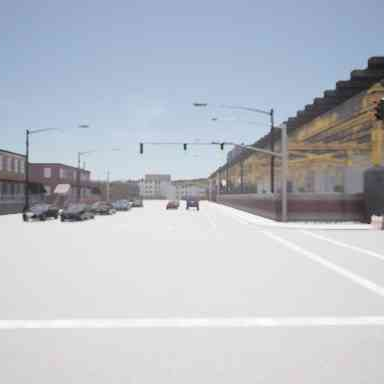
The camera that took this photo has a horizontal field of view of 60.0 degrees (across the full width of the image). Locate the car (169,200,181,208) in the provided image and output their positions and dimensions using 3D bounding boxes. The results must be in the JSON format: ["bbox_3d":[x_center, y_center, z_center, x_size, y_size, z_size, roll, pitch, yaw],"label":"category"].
[{"bbox_3d":[-3.463,2.450,68.297,2.033,1.411,5.357,0,-1,0],"label":"car"}]

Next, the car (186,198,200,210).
[{"bbox_3d":[0.106,1.968,56.388,2.150,2.045,5.566,0,-1,0],"label":"car"}]

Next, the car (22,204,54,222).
[{"bbox_3d":[-14.089,1.906,31.290,2.128,1.511,4.902,0,-1,0],"label":"car"}]

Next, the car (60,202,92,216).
[{"bbox_3d":[-14.086,2.030,40.654,2.128,1.511,4.902,0,-1,0],"label":"car"}]

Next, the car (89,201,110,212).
[{"bbox_3d":[-14.077,2.198,50.781,1.812,1.442,4.674,0,-1,0],"label":"car"}]

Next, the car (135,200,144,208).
[{"bbox_3d":[-10.508,2.354,64.344,1.837,1.490,4.892,0,0,0],"label":"car"}]

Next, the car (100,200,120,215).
[{"bbox_3d":[-10.588,2.042,40.585,1.837,1.490,4.892,0,-1,0],"label":"car"}]

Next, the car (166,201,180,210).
[{"bbox_3d":[-3.401,2.284,57.318,1.812,1.442,4.674,0,-1,0],"label":"car"}]

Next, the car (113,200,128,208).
[{"bbox_3d":[-13.996,2.369,65.301,1.837,1.490,4.892,0,-1,0],"label":"car"}]

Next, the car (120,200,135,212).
[{"bbox_3d":[-10.580,2.021,50.528,2.097,1.767,4.553,0,-1,0],"label":"car"}]

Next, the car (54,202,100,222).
[{"bbox_3d":[-10.589,1.890,31.102,1.882,1.535,5.008,0,-1,2],"label":"car"}]
